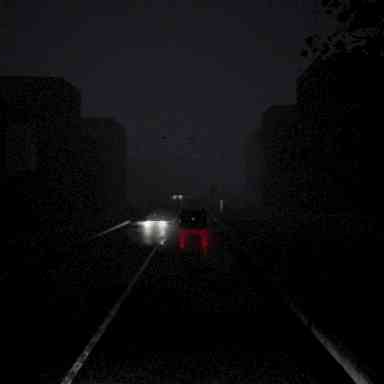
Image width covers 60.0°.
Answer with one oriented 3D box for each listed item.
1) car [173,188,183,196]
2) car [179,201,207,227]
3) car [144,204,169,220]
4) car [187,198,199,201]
[{"bbox_3d":[-2.949,-0.044,71.585,2.033,1.411,5.357,0,3,3],"label":"car"},{"bbox_3d":[0.084,1.653,24.577,1.882,1.535,5.008,0,0,0],"label":"car"},{"bbox_3d":[-3.117,1.765,30.007,1.994,1.385,4.181,0,0,0],"label":"car"},{"bbox_3d":[0.072,1.507,41.833,2.128,1.511,4.902,0,2,0],"label":"car"}]
